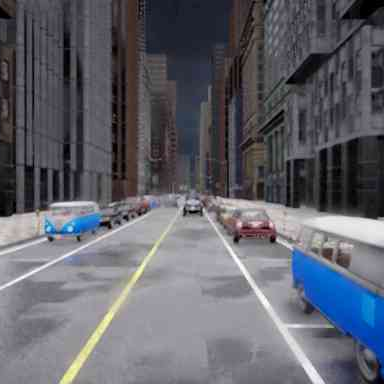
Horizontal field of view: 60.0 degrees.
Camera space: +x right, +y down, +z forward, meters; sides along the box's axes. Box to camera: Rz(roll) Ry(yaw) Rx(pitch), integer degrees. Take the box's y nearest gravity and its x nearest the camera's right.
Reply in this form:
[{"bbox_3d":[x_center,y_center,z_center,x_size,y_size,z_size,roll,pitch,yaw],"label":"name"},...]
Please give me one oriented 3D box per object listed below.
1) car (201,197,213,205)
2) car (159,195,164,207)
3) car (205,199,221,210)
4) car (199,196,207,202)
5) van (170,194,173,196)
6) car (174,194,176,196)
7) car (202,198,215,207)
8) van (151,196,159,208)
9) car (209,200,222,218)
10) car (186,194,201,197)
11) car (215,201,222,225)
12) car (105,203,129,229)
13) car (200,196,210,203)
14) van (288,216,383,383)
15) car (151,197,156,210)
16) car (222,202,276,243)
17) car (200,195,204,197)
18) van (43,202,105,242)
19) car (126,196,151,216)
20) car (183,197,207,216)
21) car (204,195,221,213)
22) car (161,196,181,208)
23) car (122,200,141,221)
[{"bbox_3d":[2.769,1.711,61.448,1.947,1.339,4.313,0,0,0],"label":"car"},{"bbox_3d":[-5.758,1.558,50.168,1.967,1.590,4.097,0,0,0],"label":"car"},{"bbox_3d":[2.766,1.671,44.539,1.947,1.339,4.313,0,0,0],"label":"car"},{"bbox_3d":[2.772,1.767,83.993,1.947,1.339,4.313,0,0,0],"label":"car"},{"bbox_3d":[-5.755,1.513,72.715,1.690,1.788,3.998,0,0,0],"label":"van"},{"bbox_3d":[-5.753,1.753,83.987,2.008,1.369,4.403,0,0,0],"label":"car"},{"bbox_3d":[2.768,1.676,55.812,1.887,1.381,4.507,0,0,0],"label":"car"},{"bbox_3d":[-5.759,1.446,44.532,1.690,1.788,3.998,0,0,0],"label":"van"},{"bbox_3d":[2.764,1.615,27.630,2.008,1.369,4.403,0,0,0],"label":"car"},{"bbox_3d":[0.011,1.341,50.490,2.150,2.045,5.566,0,0,0],"label":"car"},{"bbox_3d":[2.763,1.577,22.164,1.752,1.417,4.829,0,0,0],"label":"car"},{"bbox_3d":[-5.762,1.617,21.984,1.947,1.339,4.313,0,0,0],"label":"car"},{"bbox_3d":[2.770,1.612,72.720,1.967,1.590,4.097,0,0,0],"label":"car"},{"bbox_3d":[2.759,1.353,5.085,1.690,1.788,3.998,0,0,0],"label":"van"},{"bbox_3d":[-5.760,1.636,38.894,1.887,1.381,4.507,0,0,0],"label":"car"},{"bbox_3d":[2.762,1.478,16.358,1.967,1.590,4.097,0,0,0],"label":"car"},{"bbox_3d":[2.766,1.433,50.176,2.192,1.841,5.009,0,0,0],"label":"car"},{"bbox_3d":[-5.764,1.379,16.348,1.690,1.788,3.998,0,0,0],"label":"van"},{"bbox_3d":[-5.761,1.393,33.258,2.192,1.841,5.009,0,0,0],"label":"car"},{"bbox_3d":[0.098,1.582,33.497,2.163,1.488,4.792,0,0,0],"label":"car"},{"bbox_3d":[2.765,1.531,38.903,1.967,1.590,4.097,0,0,0],"label":"car"},{"bbox_3d":[-3.058,1.665,49.701,2.033,1.411,5.357,0,0,0],"label":"car"},{"bbox_3d":[-5.761,1.631,27.621,1.947,1.339,4.313,0,0,0],"label":"car"}]
